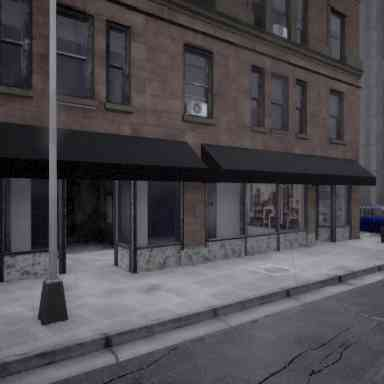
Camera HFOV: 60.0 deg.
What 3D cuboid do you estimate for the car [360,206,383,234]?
[{"bbox_3d":[9.871,1.486,16.864,1.882,1.535,5.008,0,0,-27],"label":"car"}]
